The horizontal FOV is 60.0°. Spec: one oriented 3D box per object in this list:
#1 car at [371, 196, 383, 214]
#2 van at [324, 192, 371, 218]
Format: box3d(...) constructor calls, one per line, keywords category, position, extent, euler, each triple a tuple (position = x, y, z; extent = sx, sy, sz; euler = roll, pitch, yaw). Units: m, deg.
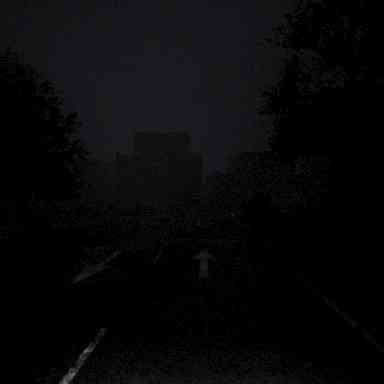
box3d(category="car", position=(14.741, 1.079, 26.099), extent=(2.163, 1.488, 4.792), euler=(-3, 1, 3))
box3d(category="van", position=(11.971, 0.948, 26.401), extent=(1.878, 1.987, 4.442), euler=(-3, 1, 3))
